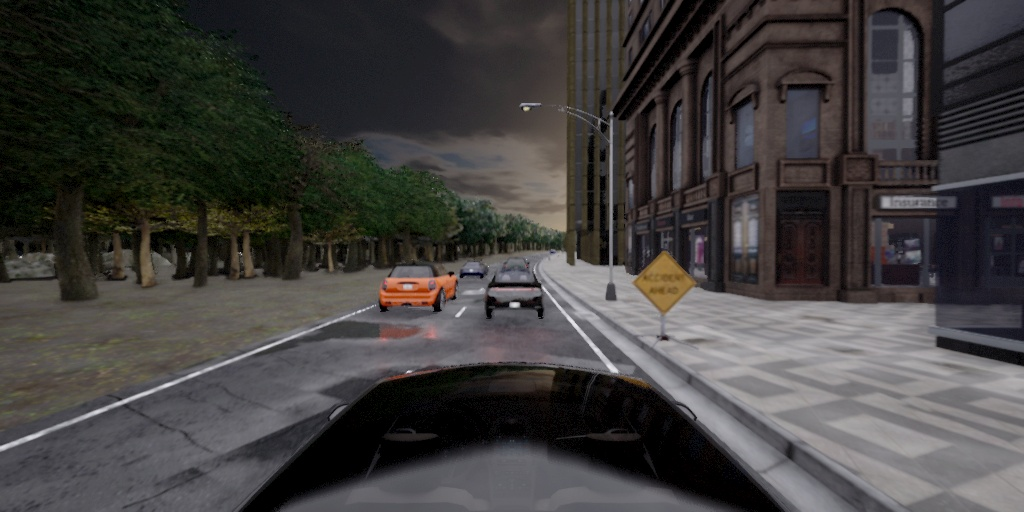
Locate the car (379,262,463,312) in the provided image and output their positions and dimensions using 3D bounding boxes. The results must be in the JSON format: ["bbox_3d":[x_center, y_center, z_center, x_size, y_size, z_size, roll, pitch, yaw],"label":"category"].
[{"bbox_3d":[-3.390,1.002,13.861,2.097,1.767,4.553,0,1,1],"label":"car"}]

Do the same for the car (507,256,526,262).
[{"bbox_3d":[0.404,0.865,29.086,2.097,1.767,4.553,0,1,2],"label":"car"}]

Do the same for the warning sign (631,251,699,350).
[{"bbox_3d":[3.054,0.822,7.264,1.300,1.860,1.060,0,0,0],"label":"warning sign"}]

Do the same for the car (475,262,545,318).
[{"bbox_3d":[0.097,1.152,12.583,2.128,1.511,4.902,0,1,0],"label":"car"}]

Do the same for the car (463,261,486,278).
[{"bbox_3d":[-3.072,1.070,29.828,1.994,1.385,4.181,0,1,2],"label":"car"}]
